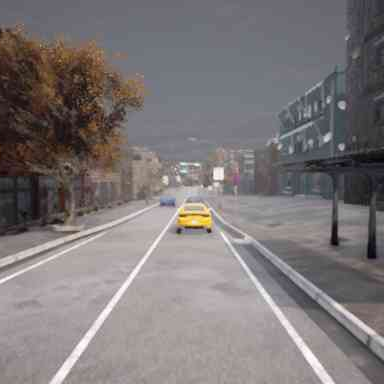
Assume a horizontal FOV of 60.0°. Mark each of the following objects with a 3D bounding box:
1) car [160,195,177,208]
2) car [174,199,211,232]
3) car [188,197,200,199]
[{"bbox_3d":[-2.994,1.134,42.271,1.882,1.535,5.008,0,1,1],"label":"car"},{"bbox_3d":[0.120,1.408,19.806,1.882,1.535,5.008,0,0,0],"label":"car"},{"bbox_3d":[0.193,1.242,39.601,2.033,1.411,5.357,0,1,0],"label":"car"}]
